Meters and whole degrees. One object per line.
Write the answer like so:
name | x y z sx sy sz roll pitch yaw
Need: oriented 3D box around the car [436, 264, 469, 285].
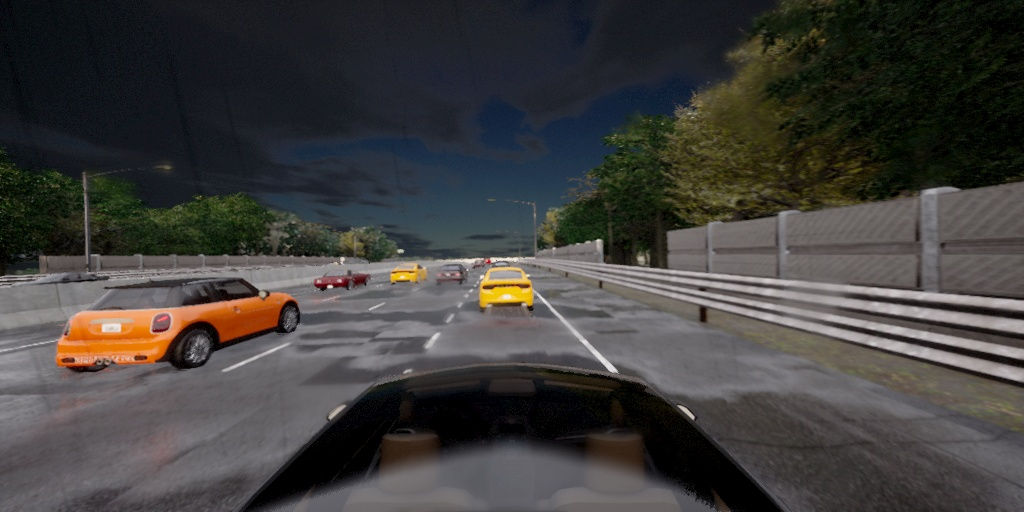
car | -4.285 1.296 26.117 2.033 1.411 5.357 -2 0 -2

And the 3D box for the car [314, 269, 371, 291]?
car | -11.105 1.546 23.908 1.895 1.301 4.718 -2 0 -2

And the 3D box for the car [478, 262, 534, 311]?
car | -0.258 1.184 14.324 1.882 1.535 5.008 -2 0 -2

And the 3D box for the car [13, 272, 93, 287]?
car | -32.378 1.982 25.953 1.882 1.535 5.008 -2 0 -2

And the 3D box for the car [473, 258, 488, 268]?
car | -5.528 1.346 60.556 2.033 1.411 5.357 -2 0 -2

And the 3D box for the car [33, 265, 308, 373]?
car | -7.047 1.268 8.366 2.097 1.767 4.553 -2 0 -2

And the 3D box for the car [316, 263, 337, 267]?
car | -26.311 1.796 52.776 1.882 1.535 5.008 -2 0 -2

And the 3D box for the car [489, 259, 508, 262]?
car | -0.915 1.150 32.499 1.812 1.442 4.674 -2 0 -2

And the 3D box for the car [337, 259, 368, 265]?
car | -22.811 1.441 52.456 2.150 2.045 5.566 -2 0 -2

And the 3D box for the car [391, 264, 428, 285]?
car | -7.735 1.311 27.435 1.882 1.535 5.008 -2 0 -2
